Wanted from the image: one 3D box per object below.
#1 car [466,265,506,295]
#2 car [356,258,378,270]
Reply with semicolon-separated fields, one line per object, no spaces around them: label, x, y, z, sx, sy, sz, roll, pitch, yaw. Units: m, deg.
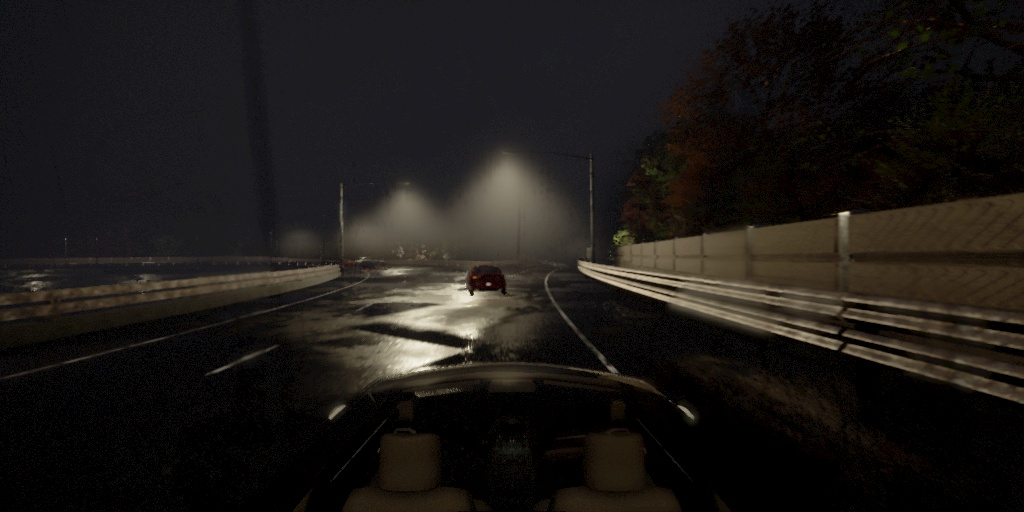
car;-1.500;1.226;19.872;1.882;1.535;5.008;-1;0;-9
car;-24.387;1.496;60.215;1.812;1.442;4.674;-1;0;-33
